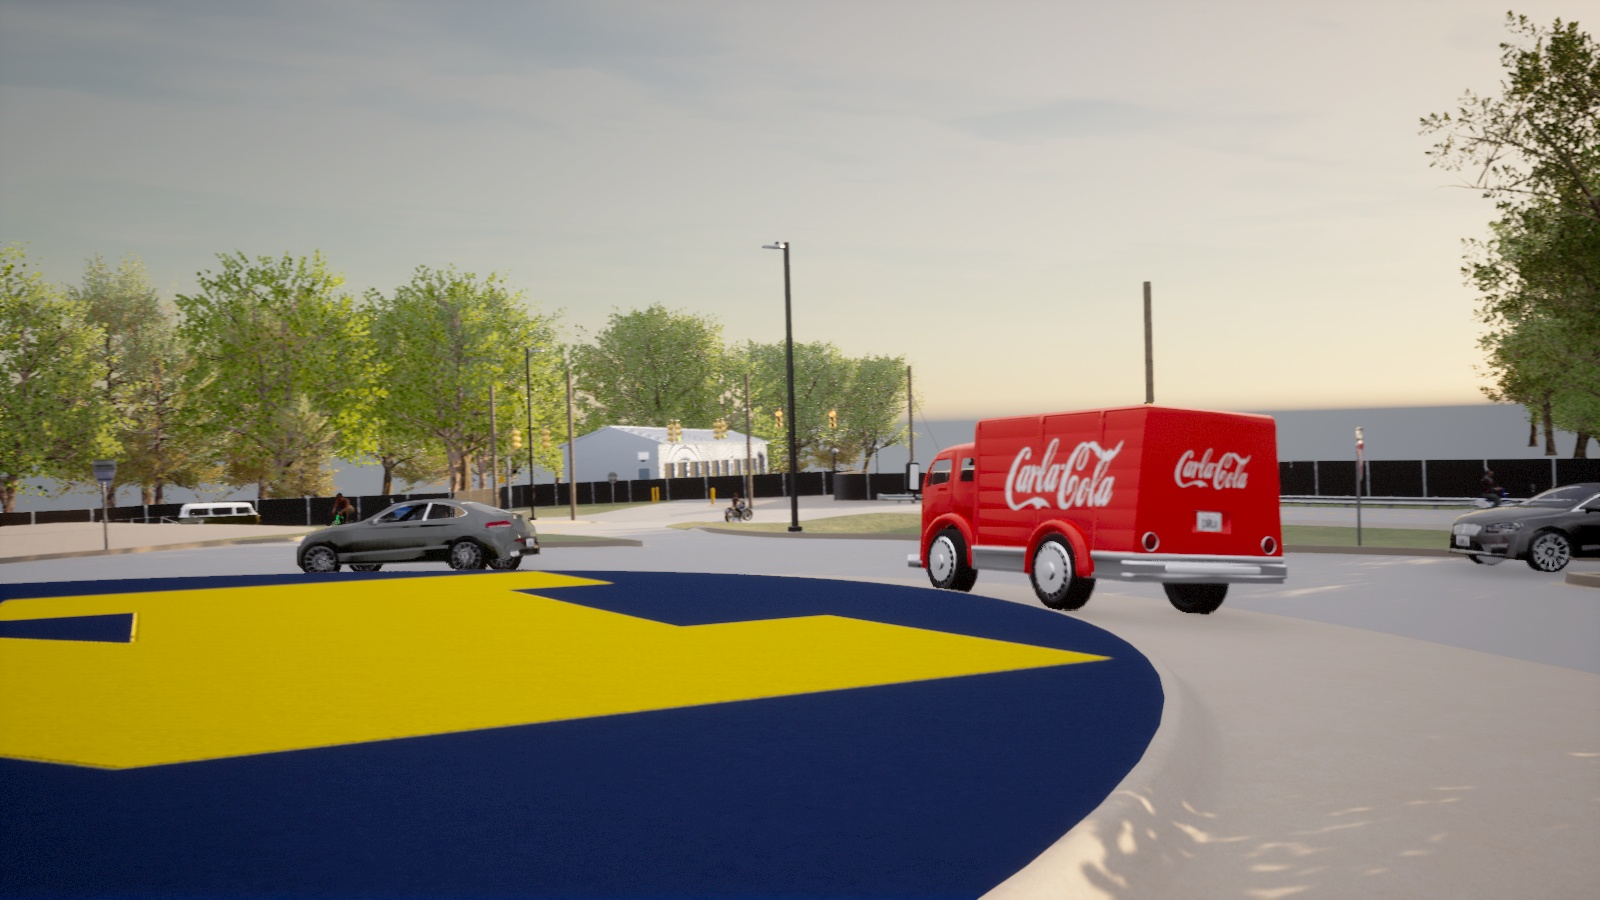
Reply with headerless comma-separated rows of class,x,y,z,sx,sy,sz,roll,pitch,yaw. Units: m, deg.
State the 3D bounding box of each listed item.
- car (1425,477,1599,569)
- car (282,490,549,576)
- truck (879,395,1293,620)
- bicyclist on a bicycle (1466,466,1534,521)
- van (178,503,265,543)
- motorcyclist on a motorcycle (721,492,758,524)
car,13.870,1.223,21.896,4.902,1.511,2.128,0,-1,-5
car,-8.206,1.770,27.005,5.027,1.651,2.152,-2,-3,10
truck,3.533,0.800,16.700,2.627,2.467,5.204,3,-4,-26
bicyclist on a bicycle,23.530,1.452,42.252,0.659,1.776,1.843,-3,0,-28
van,-34.400,4.289,74.667,4.480,2.038,2.069,-2,1,-29
motorcyclist on a motorcycle,-3.310,3.155,68.900,0.766,1.649,2.350,-1,0,34
